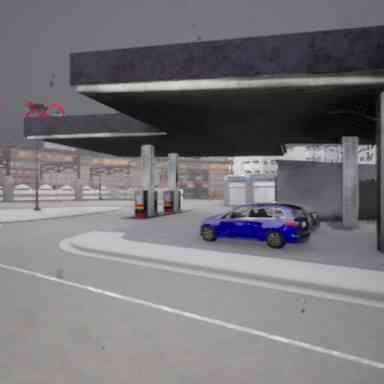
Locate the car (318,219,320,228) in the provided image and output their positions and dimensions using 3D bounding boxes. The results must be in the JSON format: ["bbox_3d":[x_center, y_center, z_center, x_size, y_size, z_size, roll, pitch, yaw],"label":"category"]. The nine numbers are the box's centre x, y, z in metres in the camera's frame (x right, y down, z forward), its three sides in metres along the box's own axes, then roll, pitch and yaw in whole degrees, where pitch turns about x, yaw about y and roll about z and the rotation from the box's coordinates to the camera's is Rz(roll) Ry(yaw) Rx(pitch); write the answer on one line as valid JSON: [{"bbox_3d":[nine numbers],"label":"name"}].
[{"bbox_3d":[5.215,1.453,19.136,3.806,1.475,1.970,0,0,36],"label":"car"}]

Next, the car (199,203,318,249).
[{"bbox_3d":[2.498,1.293,14.017,4.611,1.667,2.242,0,0,36],"label":"car"}]
